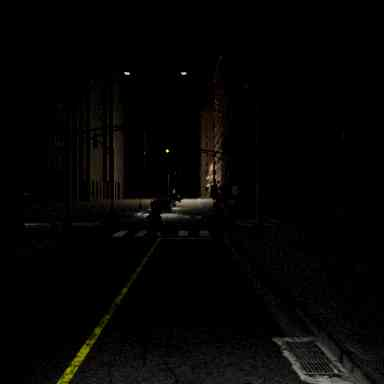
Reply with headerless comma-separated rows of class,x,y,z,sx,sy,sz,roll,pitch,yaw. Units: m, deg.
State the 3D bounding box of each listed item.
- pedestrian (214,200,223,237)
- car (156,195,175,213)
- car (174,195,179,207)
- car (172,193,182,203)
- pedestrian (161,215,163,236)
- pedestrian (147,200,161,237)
pedestrian,1.339,1.294,16.606,0.375,1.860,0.375,0,0,0
car,-3.274,1.479,37.812,1.882,1.535,5.008,0,0,0
car,-3.325,1.528,49.371,1.812,1.442,4.674,0,0,0
car,-3.324,1.224,68.947,2.150,2.045,5.566,0,0,0
pedestrian,-1.818,1.294,17.190,0.375,1.860,0.375,0,0,0
pedestrian,-1.809,1.294,15.991,0.375,1.860,0.375,0,0,0
